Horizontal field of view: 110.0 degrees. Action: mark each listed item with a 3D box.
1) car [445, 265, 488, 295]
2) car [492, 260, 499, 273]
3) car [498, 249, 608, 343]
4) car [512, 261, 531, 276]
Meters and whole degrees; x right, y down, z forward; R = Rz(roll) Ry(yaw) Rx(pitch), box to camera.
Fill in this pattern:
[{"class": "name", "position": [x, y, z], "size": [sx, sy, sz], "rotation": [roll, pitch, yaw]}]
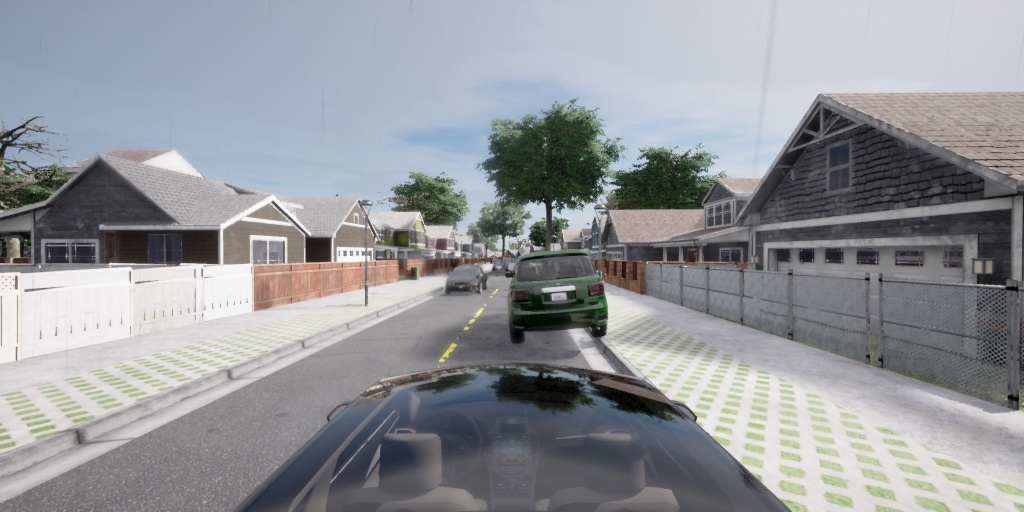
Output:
[{"class": "car", "position": [-2.403, 1.257, 19.821], "size": [1.837, 1.490, 4.892], "rotation": [0, 0, 2]}, {"class": "car", "position": [-1.456, 1.276, 45.182], "size": [2.128, 1.511, 4.902], "rotation": [0, 0, 2]}, {"class": "car", "position": [1.015, 0.897, 9.763], "size": [2.150, 2.045, 5.566], "rotation": [-5, 0, 2]}, {"class": "car", "position": [1.116, 1.324, 39.625], "size": [2.033, 1.411, 5.357], "rotation": [0, 0, 3]}]
